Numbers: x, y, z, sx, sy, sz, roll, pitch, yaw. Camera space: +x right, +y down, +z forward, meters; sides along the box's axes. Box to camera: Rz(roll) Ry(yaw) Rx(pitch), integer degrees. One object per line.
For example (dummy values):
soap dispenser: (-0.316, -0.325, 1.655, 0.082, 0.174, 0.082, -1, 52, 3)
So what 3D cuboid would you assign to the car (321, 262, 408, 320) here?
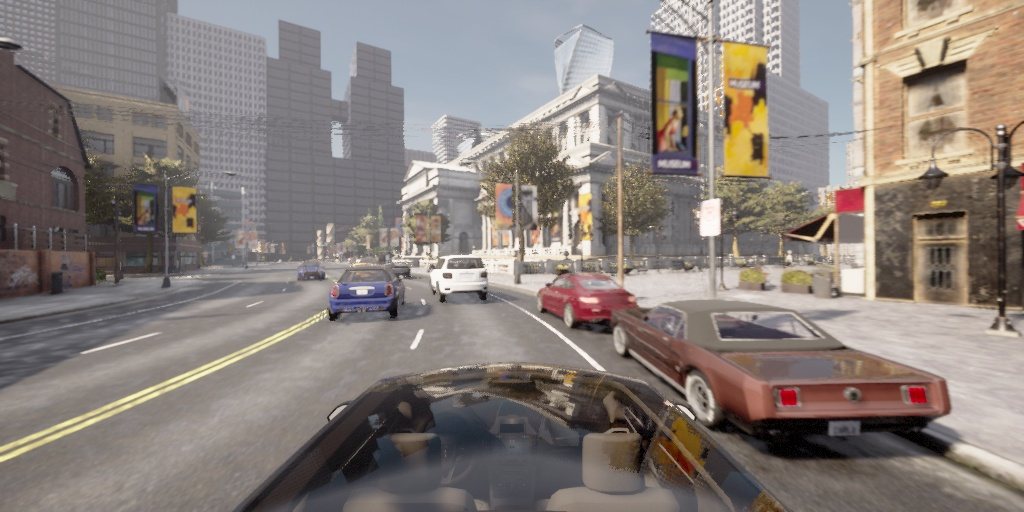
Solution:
car: (-5.140, 1.147, 13.200, 2.097, 1.767, 4.553, -1, 0, -13)

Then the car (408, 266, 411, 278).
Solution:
car: (-11.073, 1.337, 34.334, 2.128, 1.511, 4.902, -1, 0, -30)

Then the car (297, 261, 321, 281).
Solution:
car: (-18.155, 1.264, 32.424, 2.097, 1.767, 4.553, -1, 0, -31)

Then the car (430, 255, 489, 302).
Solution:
car: (-2.705, 0.992, 17.571, 2.150, 2.045, 5.566, 0, 0, -18)
